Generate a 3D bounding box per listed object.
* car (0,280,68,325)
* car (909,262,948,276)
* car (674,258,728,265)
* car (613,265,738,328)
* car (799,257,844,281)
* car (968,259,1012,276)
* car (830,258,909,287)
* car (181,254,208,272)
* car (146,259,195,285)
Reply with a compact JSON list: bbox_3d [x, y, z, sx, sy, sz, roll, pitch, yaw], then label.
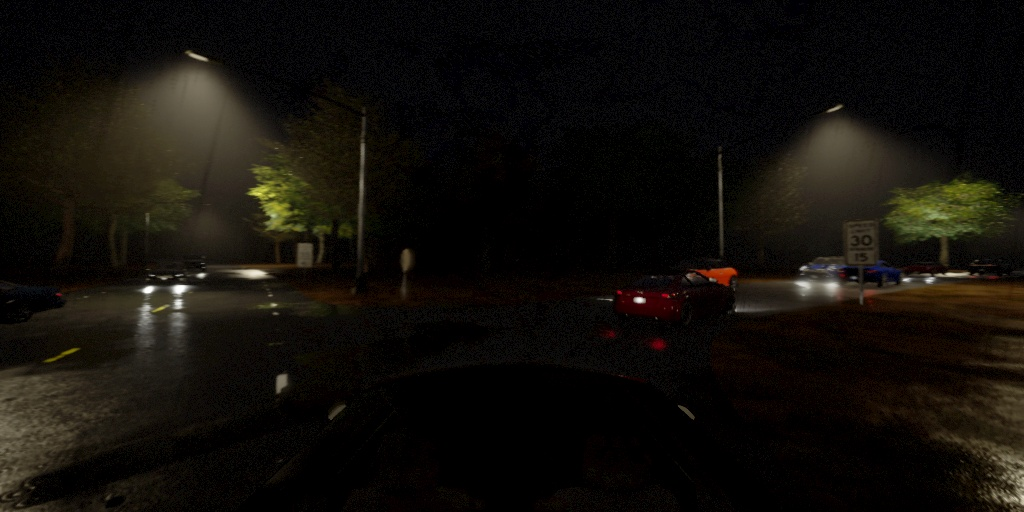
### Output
[{"bbox_3d":[-14.363,1.149,8.499,2.033,1.411,5.357,1,-1,-5],"label":"car"},{"bbox_3d":[39.533,1.214,34.283,4.718,1.301,1.895,1,-1,-27],"label":"car"},{"bbox_3d":[8.726,0.895,17.212,4.553,1.767,2.097,0,-1,-31],"label":"car"},{"bbox_3d":[4.835,1.097,10.530,4.181,1.385,1.994,-1,-1,-40],"label":"car"},{"bbox_3d":[22.314,0.848,25.198,4.553,1.767,2.097,0,-1,-29],"label":"car"},{"bbox_3d":[44.408,1.063,33.302,4.902,1.511,2.128,0,-1,-27],"label":"car"},{"bbox_3d":[20.400,0.966,20.434,4.674,1.442,1.812,0,-1,-30],"label":"car"},{"bbox_3d":[-38.339,0.832,43.287,2.150,2.045,5.566,2,-1,-40],"label":"car"},{"bbox_3d":[-23.871,1.184,25.072,1.837,1.490,4.892,2,-1,-37],"label":"car"}]
